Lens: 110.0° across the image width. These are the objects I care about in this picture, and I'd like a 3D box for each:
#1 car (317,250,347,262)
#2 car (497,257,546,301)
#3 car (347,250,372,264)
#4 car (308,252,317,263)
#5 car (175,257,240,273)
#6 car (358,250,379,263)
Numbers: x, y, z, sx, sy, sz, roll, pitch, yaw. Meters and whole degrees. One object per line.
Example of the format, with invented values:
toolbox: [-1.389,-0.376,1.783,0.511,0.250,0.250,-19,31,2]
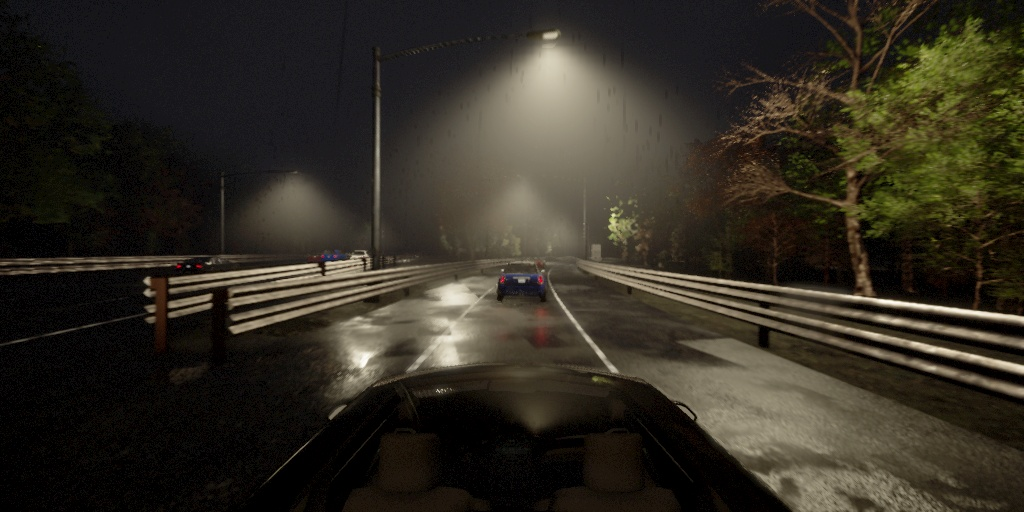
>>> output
car: [-24.243,0.190,48.979,2.150,2.045,5.566,0,0,-12]
car: [0.502,1.033,16.937,2.097,1.767,4.553,0,0,3]
car: [-20.898,0.208,50.094,2.150,2.045,5.566,0,2,-12]
car: [-29.005,0.237,54.059,2.097,1.767,4.553,0,1,-12]
car: [-23.295,0.749,27.698,2.033,1.411,5.357,0,1,-12]
car: [-22.162,0.132,55.510,2.150,2.045,5.566,0,-1,-12]
